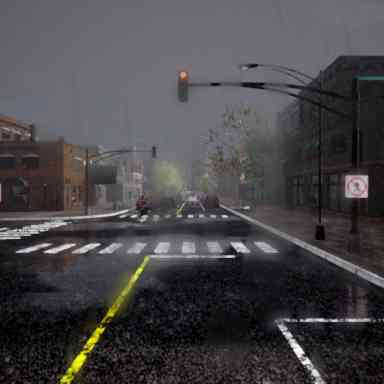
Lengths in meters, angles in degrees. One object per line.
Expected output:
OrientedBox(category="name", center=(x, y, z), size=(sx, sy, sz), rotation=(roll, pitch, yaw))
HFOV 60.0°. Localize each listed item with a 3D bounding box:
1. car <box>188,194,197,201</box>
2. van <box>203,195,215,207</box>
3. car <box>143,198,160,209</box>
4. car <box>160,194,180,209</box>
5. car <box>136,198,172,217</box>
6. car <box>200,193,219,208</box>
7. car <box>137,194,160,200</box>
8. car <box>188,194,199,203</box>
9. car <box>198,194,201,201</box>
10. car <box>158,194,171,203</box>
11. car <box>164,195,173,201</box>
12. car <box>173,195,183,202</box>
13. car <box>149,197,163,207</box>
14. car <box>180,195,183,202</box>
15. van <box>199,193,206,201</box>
OrientedBox(category="car", center=(0.039, 1.313, 79.249), size=(2.097, 1.767, 4.553), rotation=(0, 0, 0))
OrientedBox(category="van", center=(2.712, 1.314, 52.471), size=(1.690, 1.788, 3.998), rotation=(-1, 0, 0))
OrientedBox(category="car", center=(-5.670, 1.521, 46.930), size=(1.887, 1.381, 4.507), rotation=(-1, 0, 0))
OrientedBox(category="car", center=(-3.061, 1.455, 44.628), size=(1.882, 1.535, 5.008), rotation=(0, 0, 0))
OrientedBox(category="car", center=(-3.542, 1.552, 31.497), size=(1.994, 1.385, 4.181), rotation=(0, 0, 7))
OrientedBox(category="car", center=(2.709, 1.291, 46.927), size=(2.192, 1.841, 5.009), rotation=(-1, 0, 0))
OrientedBox(category="car", center=(-5.674, 1.294, 41.386), size=(2.192, 1.841, 5.009), rotation=(-1, 0, 0))
OrientedBox(category="car", center=(0.131, 1.489, 68.560), size=(1.812, 1.442, 4.674), rotation=(0, 0, 0))
OrientedBox(category="car", center=(2.719, 1.517, 63.559), size=(2.008, 1.369, 4.403), rotation=(-1, 0, 0))
OrientedBox(category="car", center=(-5.661, 1.278, 69.107), size=(2.192, 1.841, 5.009), rotation=(-1, 0, 0))
OrientedBox(category="car", center=(-5.654, 1.501, 80.195), size=(1.887, 1.381, 4.507), rotation=(-1, 0, 0))
OrientedBox(category="car", center=(-2.965, 1.337, 71.997), size=(1.882, 1.535, 5.008), rotation=(0, 0, 0))
OrientedBox(category="car", center=(-5.667, 1.555, 52.475), size=(1.802, 1.307, 4.206), rotation=(-1, 0, 0))
OrientedBox(category="car", center=(-2.987, 1.461, 57.696), size=(2.128, 1.511, 4.902), rotation=(0, 0, 0))
OrientedBox(category="van", center=(2.728, 1.294, 85.735), size=(1.690, 1.788, 3.998), rotation=(-1, 0, 0))
